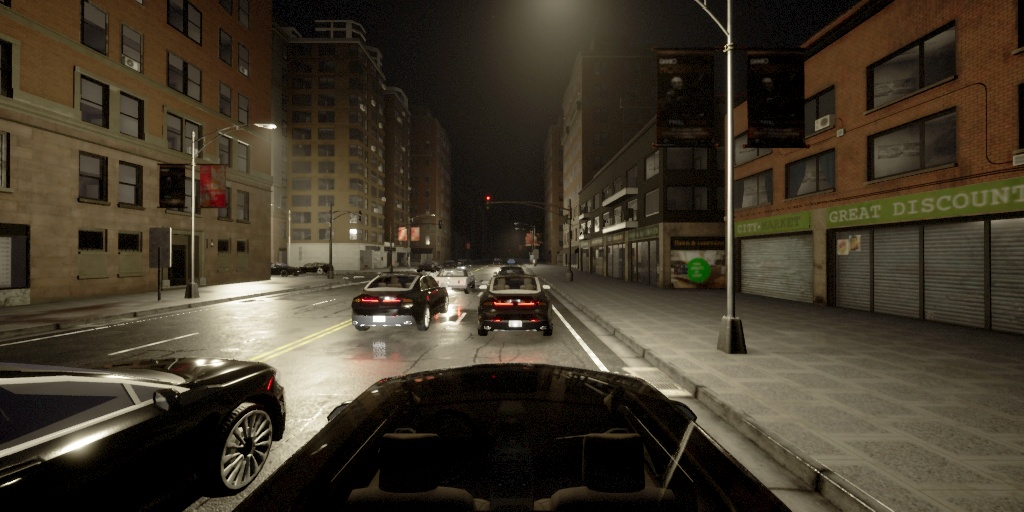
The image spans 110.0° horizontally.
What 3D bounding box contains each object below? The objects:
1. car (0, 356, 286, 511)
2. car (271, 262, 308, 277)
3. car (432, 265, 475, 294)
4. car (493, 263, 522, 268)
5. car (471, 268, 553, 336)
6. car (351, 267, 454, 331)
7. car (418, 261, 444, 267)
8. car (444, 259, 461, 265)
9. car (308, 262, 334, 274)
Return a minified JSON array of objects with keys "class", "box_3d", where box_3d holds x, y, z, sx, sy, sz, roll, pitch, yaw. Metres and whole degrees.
[{"class":"car","box_3d":[-3.154,1.242,1.589,2.128,1.511,4.902,0,0,0]},{"class":"car","box_3d":[-22.610,1.316,34.572,4.181,1.385,1.994,0,0,0]},{"class":"car","box_3d":[-3.189,1.354,20.290,1.895,1.301,4.718,0,0,0]},{"class":"car","box_3d":[-0.035,1.279,19.644,1.812,1.442,4.674,0,0,0]},{"class":"car","box_3d":[0.081,1.256,10.387,1.837,1.490,4.892,0,0,0]},{"class":"car","box_3d":[-3.170,1.256,10.978,1.837,1.490,4.892,0,0,0]},{"class":"car","box_3d":[-9.947,1.312,43.009,2.033,1.411,5.357,0,0,0]},{"class":"car","box_3d":[-9.948,1.340,57.646,1.994,1.385,4.181,0,0,0]},{"class":"car","box_3d":[-22.227,1.348,40.053,4.313,1.339,1.948,0,0,0]}]
